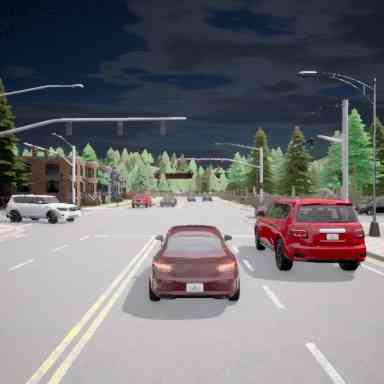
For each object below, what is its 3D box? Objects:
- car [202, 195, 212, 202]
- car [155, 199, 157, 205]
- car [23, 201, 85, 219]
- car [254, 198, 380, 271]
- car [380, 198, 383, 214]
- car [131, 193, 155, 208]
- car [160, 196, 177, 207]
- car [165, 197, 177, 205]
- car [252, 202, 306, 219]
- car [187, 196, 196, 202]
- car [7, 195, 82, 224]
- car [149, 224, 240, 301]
[{"bbox_3d":[3.356,1.355,74.348,2.097,1.767,4.553,0,0,0],"label":"car"},{"bbox_3d":[-7.205,1.525,57.307,1.812,1.442,4.674,0,0,0],"label":"car"},{"bbox_3d":[-12.034,1.525,29.131,4.674,1.442,1.812,0,0,0],"label":"car"},{"bbox_3d":[3.553,1.221,11.066,2.150,2.045,5.566,0,0,0],"label":"car"},{"bbox_3d":[18.261,1.352,32.457,4.553,1.767,2.097,0,0,0],"label":"car"},{"bbox_3d":[-7.169,1.221,47.908,2.150,2.045,5.566,0,0,2],"label":"car"},{"bbox_3d":[-3.702,1.352,51.184,2.097,1.767,4.553,0,0,0],"label":"car"},{"bbox_3d":[-3.700,1.564,59.792,1.994,1.385,4.181,0,0,0],"label":"car"},{"bbox_3d":[7.460,1.564,28.789,4.181,1.385,1.994,0,0,0],"label":"car"},{"bbox_3d":[-0.152,1.553,74.575,1.994,1.385,4.181,0,0,0],"label":"car"},{"bbox_3d":[-10.971,1.222,24.540,5.566,2.045,2.150,0,-1,19],"label":"car"},{"bbox_3d":[0.046,1.526,8.185,1.812,1.442,4.674,0,0,0],"label":"car"}]
